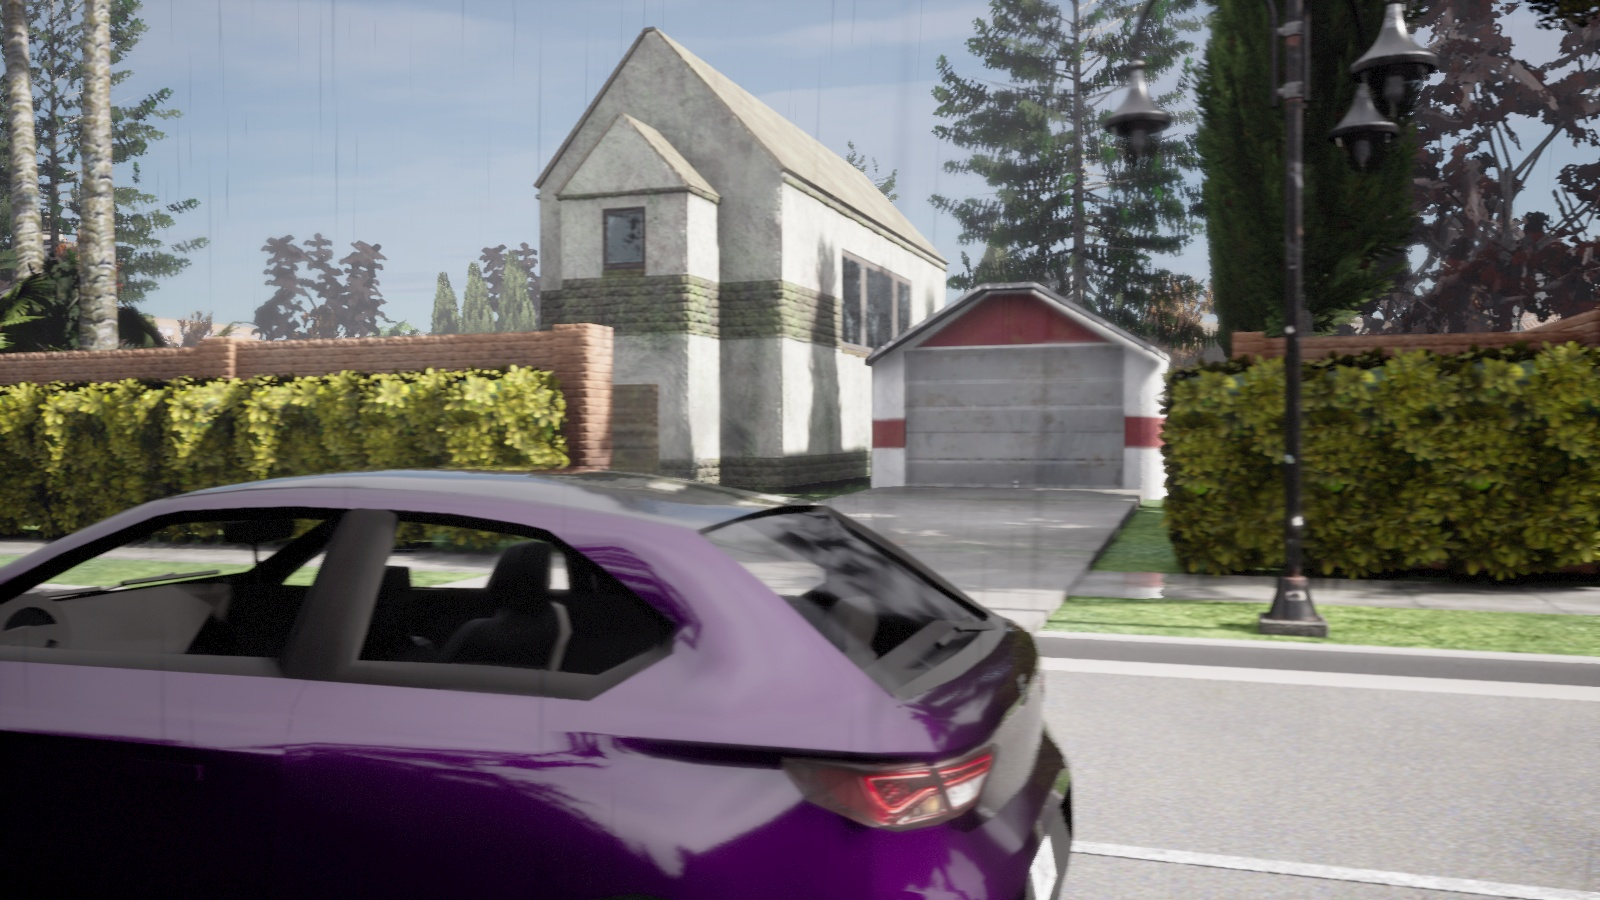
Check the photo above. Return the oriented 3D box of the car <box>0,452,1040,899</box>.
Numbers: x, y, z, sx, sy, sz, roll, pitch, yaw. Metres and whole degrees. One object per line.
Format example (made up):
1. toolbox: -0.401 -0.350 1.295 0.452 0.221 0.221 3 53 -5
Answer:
1. car: -1.535 0.775 3.709 4.193 1.474 1.816 1 1 19
